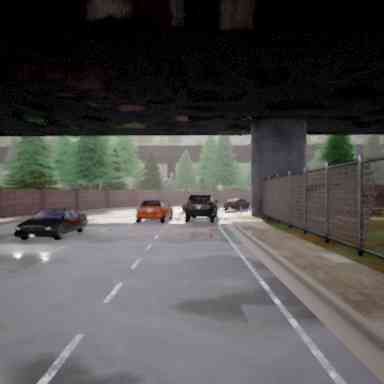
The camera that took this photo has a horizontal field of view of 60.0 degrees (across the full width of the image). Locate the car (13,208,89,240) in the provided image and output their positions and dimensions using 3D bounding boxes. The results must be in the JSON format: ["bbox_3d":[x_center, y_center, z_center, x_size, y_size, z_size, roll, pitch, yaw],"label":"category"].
[{"bbox_3d":[-7.017,1.543,17.300,2.033,1.411,5.357,0,0,1],"label":"car"}]

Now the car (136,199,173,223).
[{"bbox_3d":[-2.780,1.346,25.711,2.097,1.767,4.553,0,0,7],"label":"car"}]

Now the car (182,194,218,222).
[{"bbox_3d":[0.836,1.214,26.465,2.150,2.045,5.566,0,0,8],"label":"car"}]

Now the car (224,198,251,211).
[{"bbox_3d":[5.552,1.498,39.872,1.837,1.490,4.892,-1,0,32],"label":"car"}]

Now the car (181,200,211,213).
[{"bbox_3d":[0.554,1.592,38.299,1.895,1.301,4.718,0,0,22],"label":"car"}]
